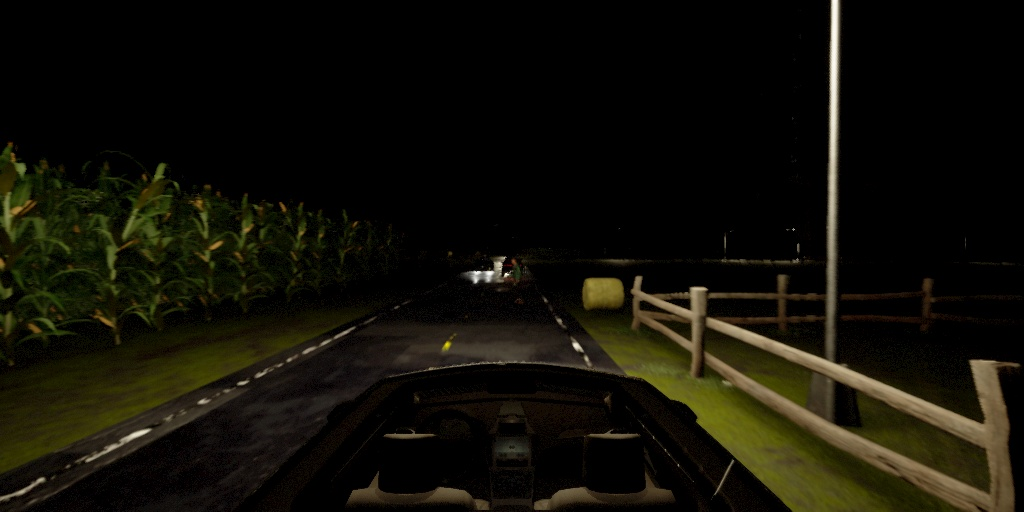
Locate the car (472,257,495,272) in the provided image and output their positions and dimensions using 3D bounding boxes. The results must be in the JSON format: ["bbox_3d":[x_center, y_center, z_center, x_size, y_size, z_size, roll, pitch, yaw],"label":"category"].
[{"bbox_3d":[-2.792,0.835,36.158,1.994,1.385,4.181,0,1,1],"label":"car"}]

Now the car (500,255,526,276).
[{"bbox_3d":[0.073,0.856,30.347,1.837,1.490,4.892,0,1,0],"label":"car"}]

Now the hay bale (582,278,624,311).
[{"bbox_3d":[3.126,1.252,12.449,1.220,1.180,1.240,0,0,0],"label":"hay bale"}]

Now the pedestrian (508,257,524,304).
[{"bbox_3d":[0.159,0.877,13.435,0.375,1.860,0.375,0,1,-2],"label":"pedestrian"}]
